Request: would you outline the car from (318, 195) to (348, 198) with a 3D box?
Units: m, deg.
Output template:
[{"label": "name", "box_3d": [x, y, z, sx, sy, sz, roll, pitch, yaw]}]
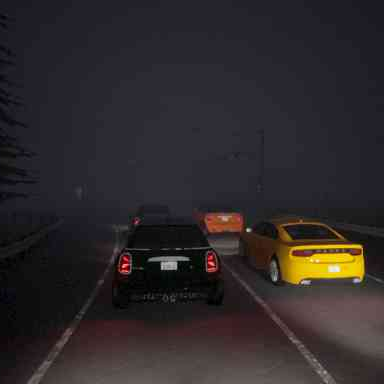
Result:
[{"label": "car", "box_3d": [27.695, 1.553, 65.240, 4.181, 1.385, 1.994, 0, 0, -19]}]

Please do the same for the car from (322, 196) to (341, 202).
[{"label": "car", "box_3d": [33.205, 1.553, 79.097, 4.181, 1.385, 1.994, 0, 0, -25]}]

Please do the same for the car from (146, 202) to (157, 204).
[{"label": "car", "box_3d": [-2.110, 1.352, 16.928, 2.097, 1.767, 4.553, 0, 0, -12]}]

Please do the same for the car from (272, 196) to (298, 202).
[{"label": "car", "box_3d": [20.734, 1.540, 73.933, 5.357, 1.411, 2.033, 0, 0, -19]}]

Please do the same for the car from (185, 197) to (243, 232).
[{"label": "car", "box_3d": [1.204, 1.352, 18.368, 2.097, 1.767, 4.553, 0, 0, -12]}]

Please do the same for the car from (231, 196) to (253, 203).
[{"label": "car", "box_3d": [10.567, 1.553, 70.461, 4.181, 1.385, 1.994, 0, 0, -19]}]

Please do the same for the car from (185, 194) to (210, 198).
[{"label": "car", "box_3d": [1.340, 1.505, 60.018, 4.892, 1.490, 1.837, 0, 0, -19]}]

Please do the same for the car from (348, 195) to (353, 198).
[{"label": "car", "box_3d": [36.538, 1.524, 76.970, 4.674, 1.442, 1.812, 0, 0, -29]}]

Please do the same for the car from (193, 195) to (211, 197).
[{"label": "car", "box_3d": [3.079, 1.601, 56.915, 4.718, 1.301, 1.895, 0, 0, -19]}]

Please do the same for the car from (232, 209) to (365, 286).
[{"label": "car", "box_3d": [2.730, 1.478, 9.482, 1.882, 1.535, 5.008, 0, 0, -6]}]

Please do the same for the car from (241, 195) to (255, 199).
[{"label": "car", "box_3d": [12.458, 1.352, 63.780, 4.553, 1.767, 2.097, 0, 0, -19]}]

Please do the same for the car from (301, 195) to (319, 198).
[{"label": "car", "box_3d": [25.446, 1.355, 68.154, 4.553, 1.767, 2.097, 0, 0, -19]}]

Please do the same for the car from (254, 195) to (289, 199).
[{"label": "car", "box_3d": [14.529, 1.491, 60.804, 4.902, 1.511, 2.128, 0, 0, -19]}]

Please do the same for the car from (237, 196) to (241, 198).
[{"label": "car", "box_3d": [10.567, 1.352, 66.801, 4.553, 1.767, 2.097, 0, 0, -18]}]

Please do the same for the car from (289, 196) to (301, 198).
[{"label": "car", "box_3d": [23.637, 1.525, 71.227, 4.902, 1.511, 2.128, 0, 0, -19]}]

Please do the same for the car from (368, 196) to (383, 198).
[{"label": "car", "box_3d": [40.706, 1.525, 71.312, 4.902, 1.511, 2.128, 0, 0, -29]}]

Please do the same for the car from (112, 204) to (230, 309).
[{"label": "car", "box_3d": [-0.630, 1.352, 8.121, 2.097, 1.767, 4.553, 0, 0, -6]}]

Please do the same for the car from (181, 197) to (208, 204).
[{"label": "car", "box_3d": [0.518, 1.601, 63.430, 4.718, 1.301, 1.895, 0, 0, -19]}]

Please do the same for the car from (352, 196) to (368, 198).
[{"label": "car", "box_3d": [38.513, 1.524, 74.078, 4.674, 1.442, 1.812, 0, 0, -29]}]
